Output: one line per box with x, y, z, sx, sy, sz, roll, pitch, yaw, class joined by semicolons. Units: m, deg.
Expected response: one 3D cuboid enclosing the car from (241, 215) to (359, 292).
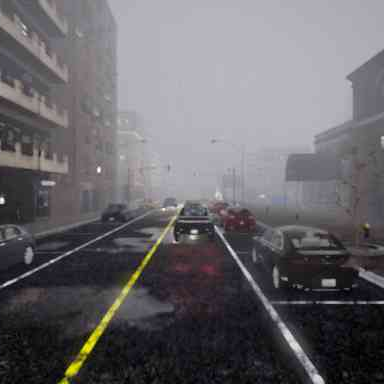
2.686;1.542;8.708;2.008;1.369;4.403;0;0;0;car

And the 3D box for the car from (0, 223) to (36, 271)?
-5.695;1.542;8.712;2.008;1.369;4.403;0;0;0;car

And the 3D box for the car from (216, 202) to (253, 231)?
2.685;1.528;20.100;1.887;1.381;4.507;0;0;0;car

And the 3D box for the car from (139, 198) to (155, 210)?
-5.696;1.505;42.722;1.752;1.417;4.829;0;0;0;car

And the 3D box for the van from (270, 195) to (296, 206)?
14.659;1.390;53.654;3.998;1.788;1.690;0;0;0;van

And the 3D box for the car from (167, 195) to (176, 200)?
-5.694;1.563;92.438;2.008;1.369;4.403;0;0;0;car

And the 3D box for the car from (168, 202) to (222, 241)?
0.101;1.477;16.595;2.128;1.511;4.902;0;0;0;car

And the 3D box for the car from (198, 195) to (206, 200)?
2.686;1.564;92.450;2.008;1.369;4.403;0;0;0;car

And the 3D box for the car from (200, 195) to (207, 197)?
2.685;1.434;75.359;1.967;1.590;4.097;0;0;0;car

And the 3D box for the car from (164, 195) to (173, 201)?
-5.695;1.550;81.044;2.008;1.369;4.403;0;0;0;car

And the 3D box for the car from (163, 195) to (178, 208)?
-3.000;1.469;47.090;1.882;1.535;5.008;0;0;0;car

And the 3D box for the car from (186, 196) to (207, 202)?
0.102;1.471;32.726;2.128;1.511;4.902;0;0;0;car

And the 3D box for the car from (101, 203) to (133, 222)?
-5.695;1.547;25.802;1.947;1.339;4.313;0;0;0;car

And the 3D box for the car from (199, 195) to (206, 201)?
2.686;1.588;86.753;1.802;1.307;4.206;0;0;0;car

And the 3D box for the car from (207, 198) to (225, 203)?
2.685;1.525;31.494;1.887;1.381;4.507;0;0;0;car
